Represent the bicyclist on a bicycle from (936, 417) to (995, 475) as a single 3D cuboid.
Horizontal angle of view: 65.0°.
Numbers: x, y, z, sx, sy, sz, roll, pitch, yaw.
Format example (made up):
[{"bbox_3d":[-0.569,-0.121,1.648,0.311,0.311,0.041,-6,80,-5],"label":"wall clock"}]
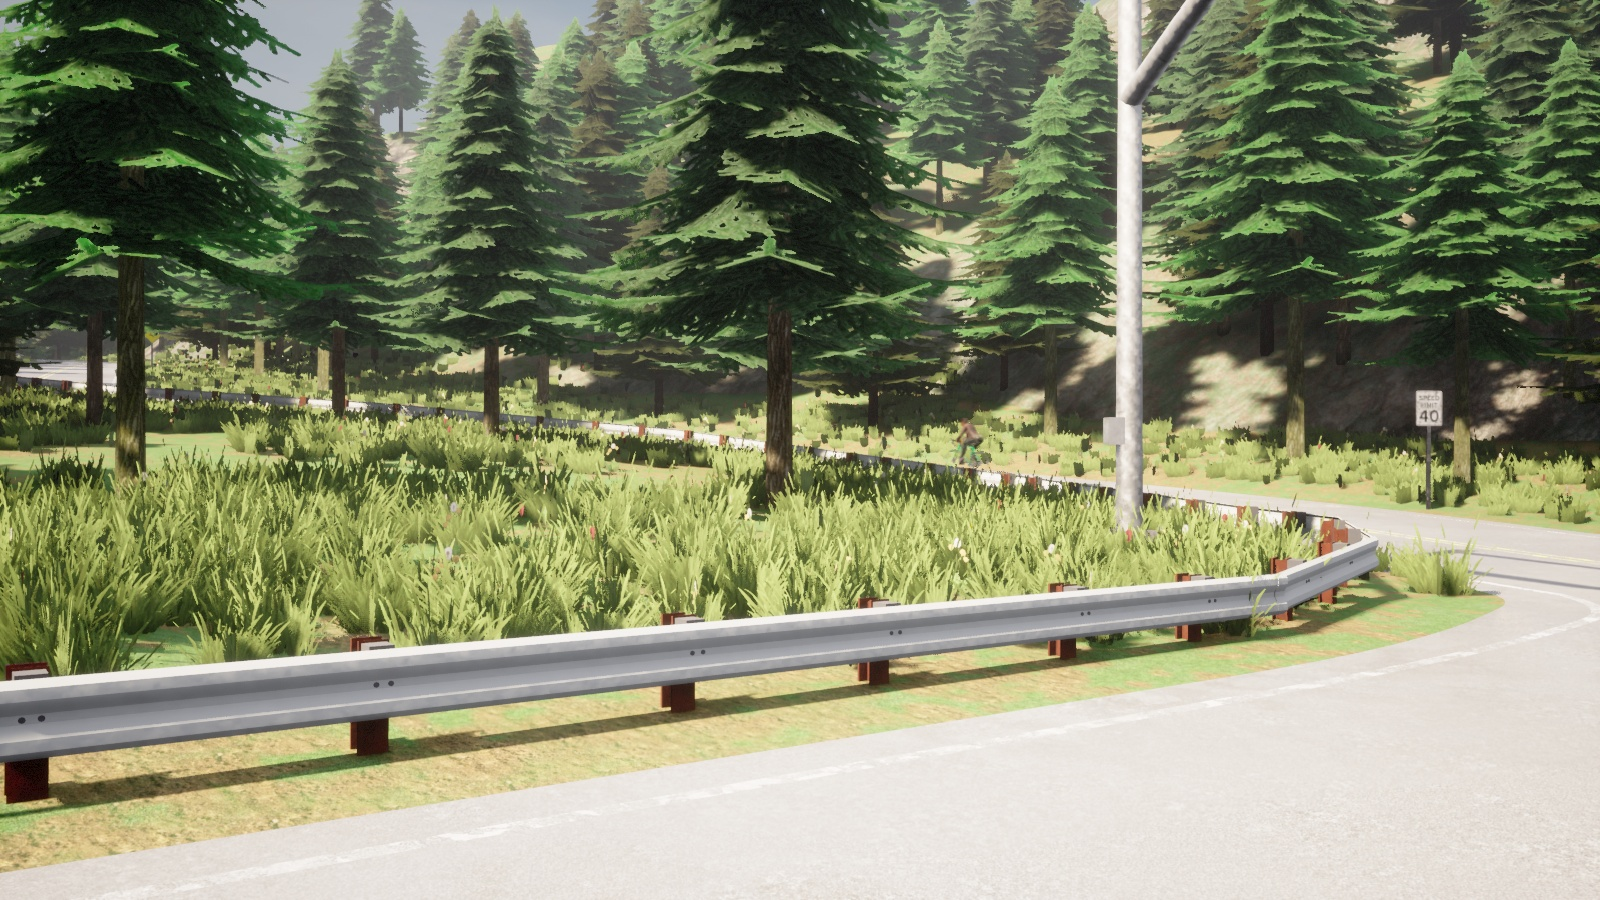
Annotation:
[{"bbox_3d":[4.829,-0.135,36.762,0.582,1.620,1.656,-1,4,-44],"label":"bicyclist on a bicycle"}]
